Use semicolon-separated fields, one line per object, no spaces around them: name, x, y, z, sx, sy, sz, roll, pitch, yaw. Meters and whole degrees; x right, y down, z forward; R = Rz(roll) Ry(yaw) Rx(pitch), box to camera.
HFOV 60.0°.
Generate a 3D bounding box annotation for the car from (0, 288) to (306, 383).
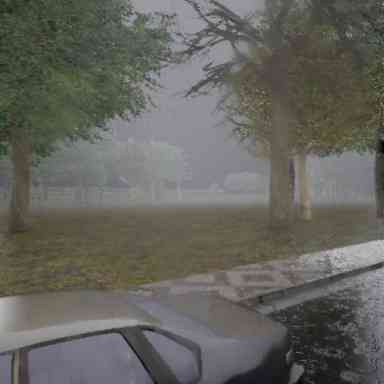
car;-1.462;1.562;2.297;5.357;1.411;2.033;0;0;-36
